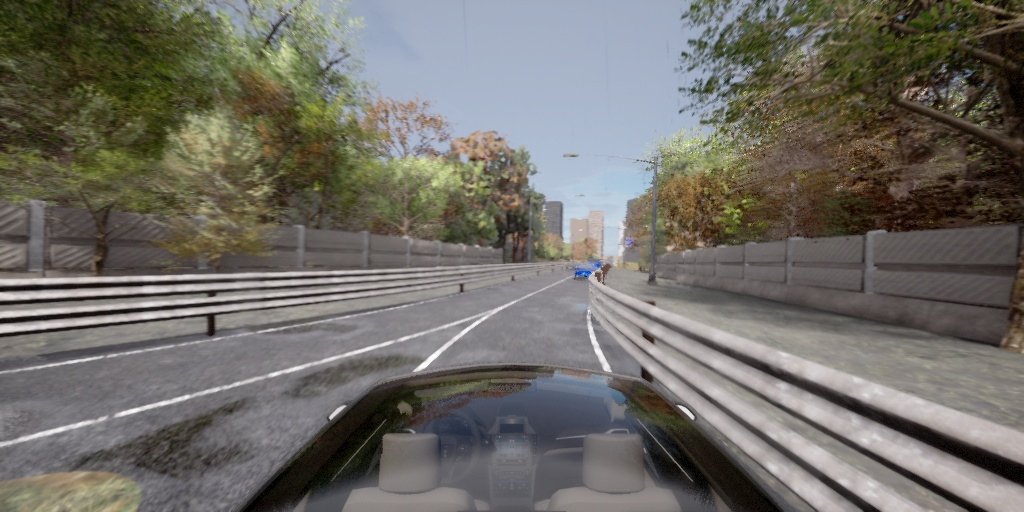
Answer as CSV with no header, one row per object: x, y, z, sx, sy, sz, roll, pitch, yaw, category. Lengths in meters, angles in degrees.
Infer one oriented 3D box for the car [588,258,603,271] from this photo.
11.789,1.361,51.369,2.150,2.045,5.566,2,0,15,car

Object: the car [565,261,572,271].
9.469,1.593,55.721,1.837,1.490,4.892,2,0,16,car

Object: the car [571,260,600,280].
7.106,1.440,34.463,1.882,1.535,5.008,2,0,16,car
